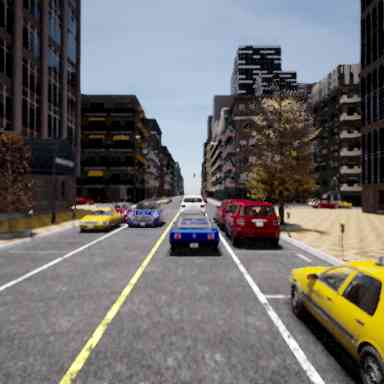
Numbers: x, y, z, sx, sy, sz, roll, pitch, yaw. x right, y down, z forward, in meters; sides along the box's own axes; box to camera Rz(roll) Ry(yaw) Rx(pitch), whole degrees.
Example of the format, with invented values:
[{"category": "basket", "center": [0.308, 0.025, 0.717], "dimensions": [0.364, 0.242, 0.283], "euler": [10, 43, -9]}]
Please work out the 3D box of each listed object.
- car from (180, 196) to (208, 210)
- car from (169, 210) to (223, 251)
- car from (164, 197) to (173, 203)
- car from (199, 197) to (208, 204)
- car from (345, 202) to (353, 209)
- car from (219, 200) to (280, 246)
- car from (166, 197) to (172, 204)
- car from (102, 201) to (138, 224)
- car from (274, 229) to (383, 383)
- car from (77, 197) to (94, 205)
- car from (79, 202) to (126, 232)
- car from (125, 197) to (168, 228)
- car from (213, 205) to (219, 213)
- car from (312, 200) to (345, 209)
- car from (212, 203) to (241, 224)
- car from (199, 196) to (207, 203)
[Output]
[{"category": "car", "center": [0.086, 1.347, 29.977], "dimensions": [2.150, 2.045, 5.566], "euler": [0, 0, 0]}, {"category": "car", "center": [0.092, 1.661, 14.331], "dimensions": [1.895, 1.301, 4.718], "euler": [0, 0, 0]}, {"category": "car", "center": [-5.716, 1.891, 81.340], "dimensions": [1.887, 1.381, 4.507], "euler": [1, 0, 0]}, {"category": "car", "center": [2.668, 1.867, 75.806], "dimensions": [1.887, 1.381, 4.507], "euler": [1, 0, 0]}, {"category": "car", "center": [26.234, 2.252, 59.856], "dimensions": [4.829, 1.417, 1.752], "euler": [1, -2, 0]}, {"category": "car", "center": [2.695, 1.381, 15.651], "dimensions": [2.192, 1.841, 5.009], "euler": [1, 0, 0]}, {"category": "car", "center": [-5.710, 1.822, 70.123], "dimensions": [1.752, 1.417, 4.829], "euler": [1, 0, 0]}, {"category": "car", "center": [-5.691, 1.553, 26.768], "dimensions": [1.967, 1.590, 4.097], "euler": [1, 0, 0]}, {"category": "car", "center": [2.699, 1.546, 4.702], "dimensions": [1.752, 1.417, 4.829], "euler": [1, 0, 0]}, {"category": "car", "center": [-17.272, 1.474, 51.165], "dimensions": [4.507, 1.381, 1.887], "euler": [1, -2, 0]}, {"category": "car", "center": [-5.689, 1.614, 21.038], "dimensions": [1.752, 1.417, 4.829], "euler": [1, 0, 0]}, {"category": "car", "center": [-3.105, 1.449, 23.173], "dimensions": [2.097, 1.767, 4.553], "euler": [0, 0, 0]}, {"category": "car", "center": [2.693, 1.404, 21.211], "dimensions": [2.192, 1.841, 5.009], "euler": [1, 0, 0]}, {"category": "car", "center": [20.827, 1.966, 51.503], "dimensions": [4.097, 1.590, 1.967], "euler": [1, -2, 0]}, {"category": "car", "center": [2.688, 1.657, 26.770], "dimensions": [1.887, 1.381, 4.507], "euler": [1, 0, 0]}, {"category": "car", "center": [2.666, 1.786, 81.330], "dimensions": [1.967, 1.590, 4.097], "euler": [1, 0, 0]}]
